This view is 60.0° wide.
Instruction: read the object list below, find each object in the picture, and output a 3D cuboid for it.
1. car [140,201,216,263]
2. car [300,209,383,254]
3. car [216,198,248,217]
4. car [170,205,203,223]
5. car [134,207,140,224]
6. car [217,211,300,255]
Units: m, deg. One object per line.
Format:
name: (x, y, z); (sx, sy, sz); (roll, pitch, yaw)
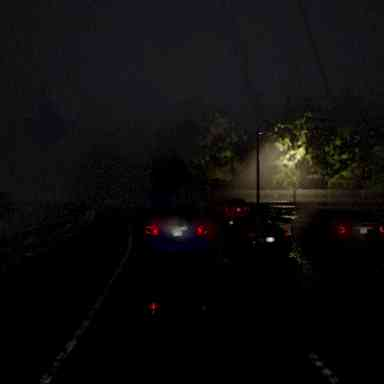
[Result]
car: (-0.761, 1.361, 12.795); (2.150, 2.045, 5.566); (0, 0, -7)
car: (6.075, 1.503, 14.414); (2.097, 1.767, 4.553); (0, -1, -7)
car: (3.071, 1.535, 29.499); (2.150, 2.045, 5.566); (0, 0, -15)
car: (-0.569, 1.875, 29.487); (1.994, 1.385, 4.181); (0, -1, -16)
car: (-3.689, 1.839, 27.680); (2.033, 1.411, 5.357); (0, -1, -15)
car: (2.592, 1.713, 14.061); (1.994, 1.385, 4.181); (0, -1, -7)
